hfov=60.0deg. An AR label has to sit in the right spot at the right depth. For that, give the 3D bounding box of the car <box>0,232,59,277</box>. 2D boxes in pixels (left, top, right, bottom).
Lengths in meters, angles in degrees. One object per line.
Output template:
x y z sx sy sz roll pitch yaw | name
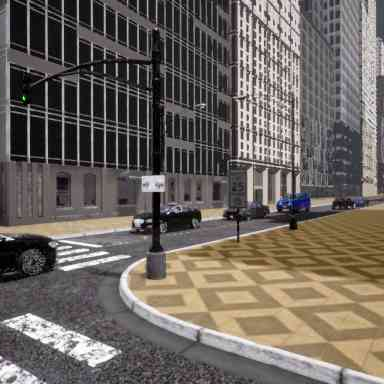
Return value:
-5.720 1.482 8.034 2.128 1.511 4.902 0 0 37 | car

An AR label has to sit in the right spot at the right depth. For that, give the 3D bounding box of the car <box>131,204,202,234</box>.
-1.349 1.447 19.218 2.128 1.511 4.902 0 0 37 | car

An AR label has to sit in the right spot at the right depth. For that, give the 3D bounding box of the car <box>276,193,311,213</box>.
10.986 1.113 35.670 2.150 2.045 5.566 0 0 37 | car

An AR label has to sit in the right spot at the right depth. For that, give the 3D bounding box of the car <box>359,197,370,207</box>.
24.636 1.368 48.745 2.033 1.411 5.357 0 0 37 | car

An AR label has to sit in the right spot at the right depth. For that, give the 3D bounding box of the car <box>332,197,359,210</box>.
18.423 1.359 40.377 1.837 1.490 4.892 0 0 37 | car

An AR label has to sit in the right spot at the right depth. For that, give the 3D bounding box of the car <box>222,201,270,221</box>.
4.570 1.472 27.120 2.033 1.411 5.357 0 0 37 | car
